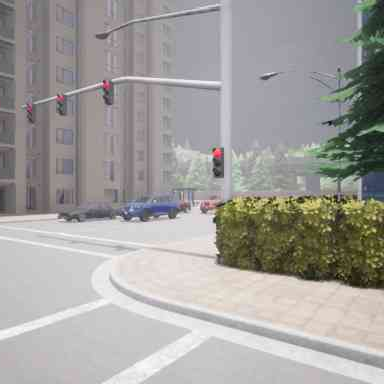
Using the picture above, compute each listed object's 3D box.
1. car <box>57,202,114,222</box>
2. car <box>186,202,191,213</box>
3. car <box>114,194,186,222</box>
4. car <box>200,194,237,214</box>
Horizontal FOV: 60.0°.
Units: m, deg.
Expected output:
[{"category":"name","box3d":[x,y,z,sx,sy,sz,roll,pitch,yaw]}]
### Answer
[{"category":"car","box3d":[-7.891,1.547,26.560,2.033,1.411,5.357,0,0,36]},{"category":"car","box3d":[-2.088,1.478,34.469,1.882,1.535,5.008,0,0,36]},{"category":"car","box3d":[-3.269,1.221,26.946,2.150,2.045,5.566,0,0,36]},{"category":"car","box3d":[3.074,1.221,35.581,2.150,2.045,5.566,0,0,36]}]
